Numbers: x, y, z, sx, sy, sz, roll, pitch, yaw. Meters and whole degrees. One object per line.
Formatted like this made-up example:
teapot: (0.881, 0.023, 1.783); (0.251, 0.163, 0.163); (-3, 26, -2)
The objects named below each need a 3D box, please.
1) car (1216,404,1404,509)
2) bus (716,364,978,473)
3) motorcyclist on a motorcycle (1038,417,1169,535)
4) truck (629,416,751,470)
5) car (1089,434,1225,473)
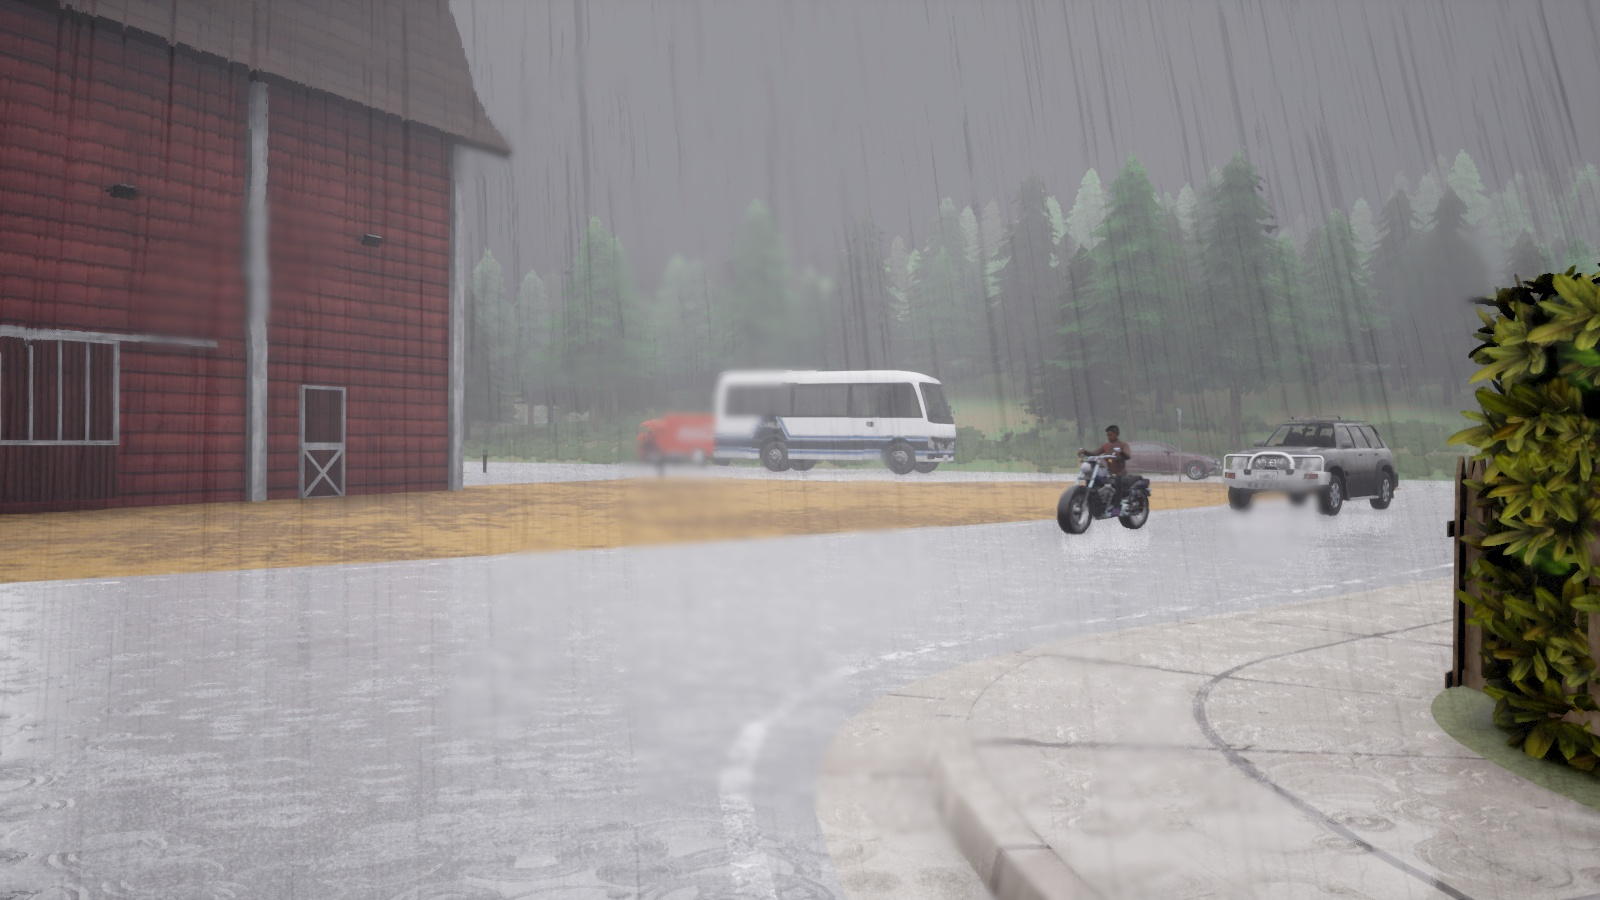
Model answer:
car: (10.045, 0.085, 24.535); (1.932, 1.855, 4.605); (0, 1, 42)
bus: (1.927, -1.215, 52.817); (10.273, 4.253, 3.944); (0, 1, 26)
motorcyclist on a motorcycle: (4.566, 0.349, 18.793); (2.350, 1.649, 0.766); (-2, 1, -45)
truck: (-5.284, -0.317, 60.200); (5.204, 2.467, 2.627); (0, 1, 26)
car: (13.419, 0.126, 47.281); (4.674, 1.442, 1.812); (0, 1, 26)
